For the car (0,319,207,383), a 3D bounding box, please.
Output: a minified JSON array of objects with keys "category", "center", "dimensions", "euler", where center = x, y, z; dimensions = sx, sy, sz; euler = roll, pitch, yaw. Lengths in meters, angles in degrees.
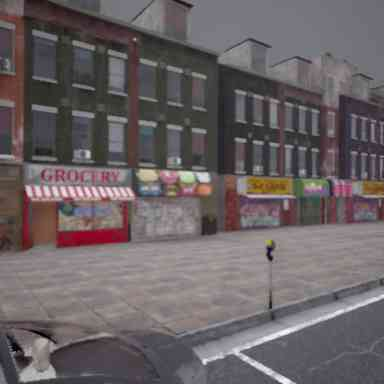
[{"category":"car","center":[-1.818,1.545,1.530],"dimensions":[4.403,1.369,2.008],"euler":[1,0,-36]}]
